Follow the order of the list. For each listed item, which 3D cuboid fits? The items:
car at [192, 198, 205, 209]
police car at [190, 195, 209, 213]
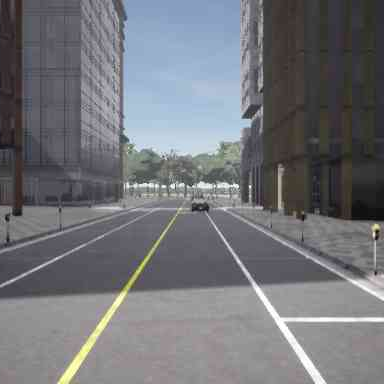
[{"bbox_3d":[0.900,1.559,47.158,1.812,1.442,4.674,0,0,0],"label":"car"},{"bbox_3d":[0.900,1.445,37.268,1.930,1.638,5.238,0,0,0],"label":"police car"}]
